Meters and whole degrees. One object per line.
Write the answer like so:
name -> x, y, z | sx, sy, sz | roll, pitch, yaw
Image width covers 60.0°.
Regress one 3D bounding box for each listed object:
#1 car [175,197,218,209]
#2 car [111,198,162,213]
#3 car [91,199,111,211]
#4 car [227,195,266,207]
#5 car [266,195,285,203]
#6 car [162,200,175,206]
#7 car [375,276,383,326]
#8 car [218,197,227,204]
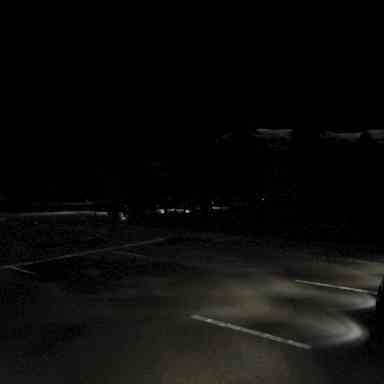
car -> 0.639, 1.421, 42.977 | 4.892, 1.490, 1.837 | 0, 0, -41
car -> -6.013, 1.414, 36.491 | 1.837, 1.490, 4.892 | 0, 0, 43
car -> -9.170, 1.494, 38.299 | 1.895, 1.301, 4.718 | 0, 0, 43
car -> 8.026, 1.419, 48.705 | 4.902, 1.511, 2.128 | 0, 0, -35
car -> 12.810, 1.279, 55.822 | 4.553, 1.767, 2.097 | 0, 0, -28
car -> -2.711, 1.425, 44.668 | 4.674, 1.442, 1.812 | 0, 0, -42
car -> 5.138, 1.352, 4.578 | 4.553, 1.767, 2.097 | 0, 0, 36
car -> 4.694, 1.458, 50.760 | 5.357, 1.411, 2.033 | 0, 0, -37
